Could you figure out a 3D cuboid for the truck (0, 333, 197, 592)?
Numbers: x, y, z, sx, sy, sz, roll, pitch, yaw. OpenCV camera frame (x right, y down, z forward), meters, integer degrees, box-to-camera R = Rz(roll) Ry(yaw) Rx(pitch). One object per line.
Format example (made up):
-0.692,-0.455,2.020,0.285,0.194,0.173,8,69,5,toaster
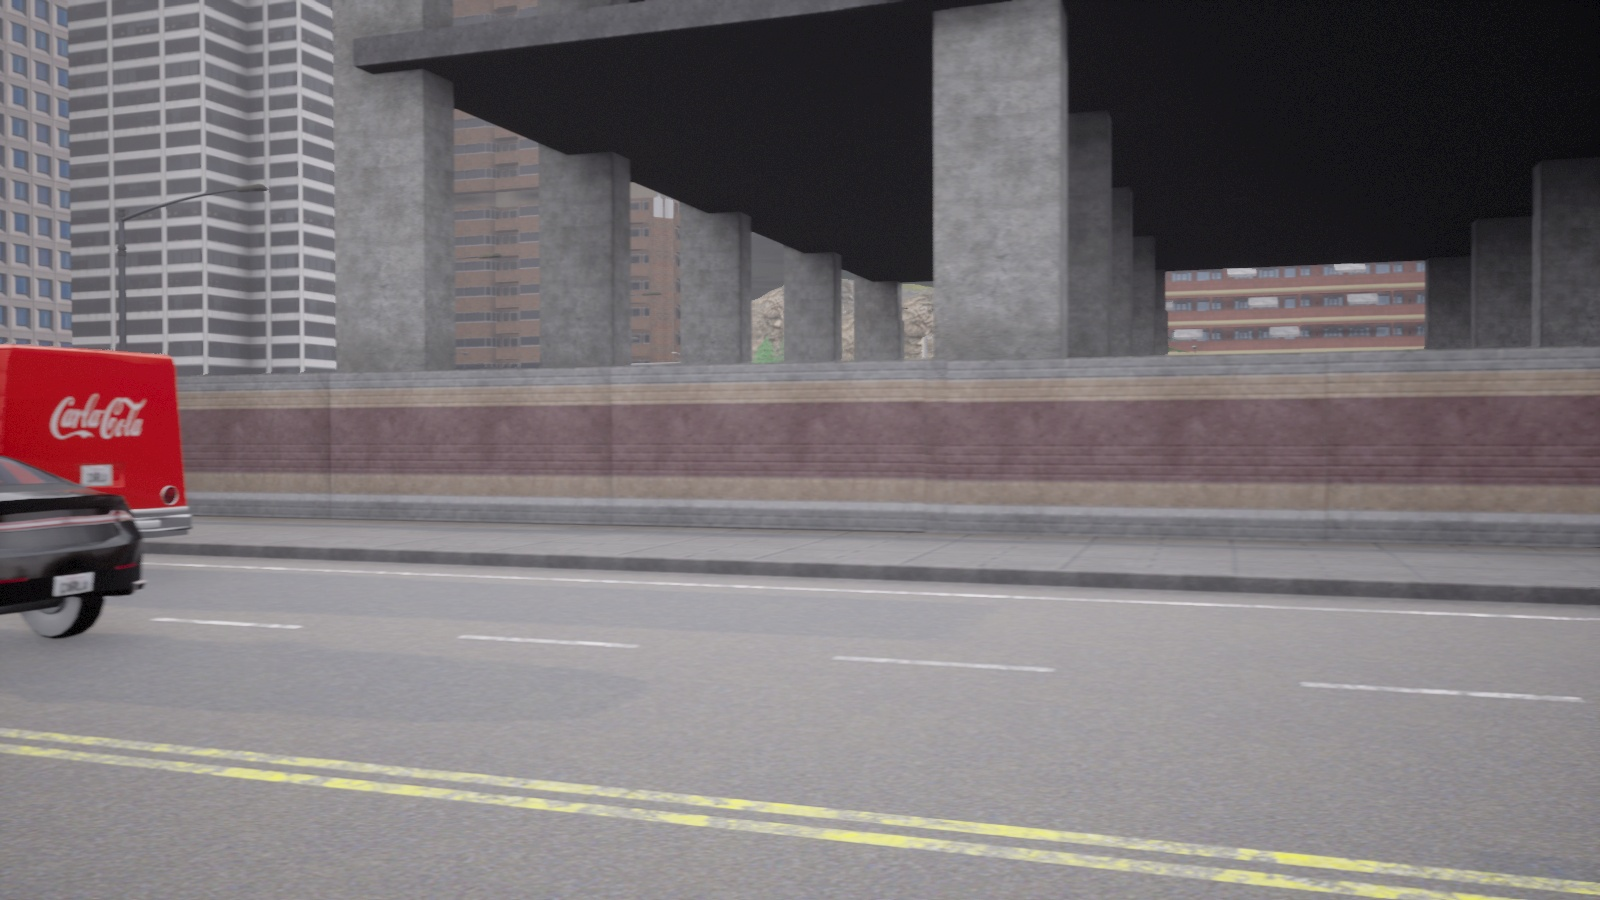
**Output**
-9.744,0.081,13.849,5.204,2.467,2.627,1,1,19,truck

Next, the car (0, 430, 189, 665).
-7.324,0.605,9.348,4.902,1.511,2.128,1,1,19,car
